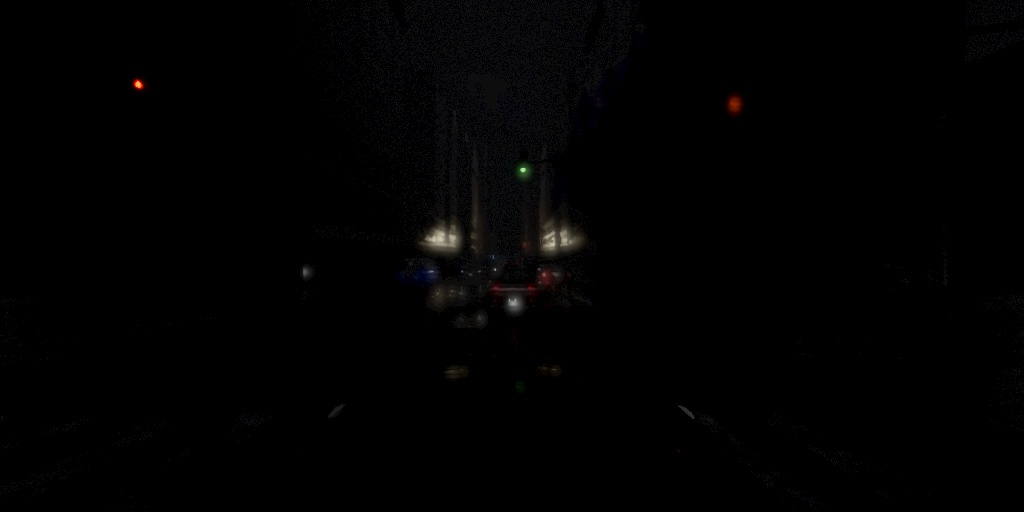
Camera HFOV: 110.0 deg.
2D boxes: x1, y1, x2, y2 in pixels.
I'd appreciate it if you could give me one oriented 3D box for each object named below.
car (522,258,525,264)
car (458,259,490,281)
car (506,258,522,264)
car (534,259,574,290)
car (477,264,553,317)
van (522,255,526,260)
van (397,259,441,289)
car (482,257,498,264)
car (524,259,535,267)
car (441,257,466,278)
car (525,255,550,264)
[{"bbox_3d":[2.668,1.270,44.833,2.007,1.370,4.403,0,0,0],"label":"car"},{"bbox_3d":[-3.098,1.263,30.372,1.812,1.442,4.674,0,0,0],"label":"car"},{"bbox_3d":[0.056,1.267,53.705,1.994,1.385,4.181,0,0,1],"label":"car"},{"bbox_3d":[2.668,1.182,22.492,1.967,1.591,4.097,0,0,0],"label":"car"},{"bbox_3d":[0.094,1.242,13.277,2.128,1.511,4.902,0,0,0],"label":"car"},{"bbox_3d":[2.668,1.050,50.419,1.690,1.789,3.998,0,0,0],"label":"van"},{"bbox_3d":[-5.857,1.083,22.474,1.690,1.789,3.998,0,0,0],"label":"van"},{"bbox_3d":[-3.035,1.266,54.247,1.994,1.385,4.181,0,0,0],"label":"car"},{"bbox_3d":[3.148,1.203,65.315,1.812,1.442,4.674,0,0,0],"label":"car"},{"bbox_3d":[-5.857,1.048,33.647,2.192,1.841,5.009,0,0,0],"label":"car"},{"bbox_3d":[2.668,1.049,33.662,2.192,1.841,5.009,0,0,0],"label":"car"}]
